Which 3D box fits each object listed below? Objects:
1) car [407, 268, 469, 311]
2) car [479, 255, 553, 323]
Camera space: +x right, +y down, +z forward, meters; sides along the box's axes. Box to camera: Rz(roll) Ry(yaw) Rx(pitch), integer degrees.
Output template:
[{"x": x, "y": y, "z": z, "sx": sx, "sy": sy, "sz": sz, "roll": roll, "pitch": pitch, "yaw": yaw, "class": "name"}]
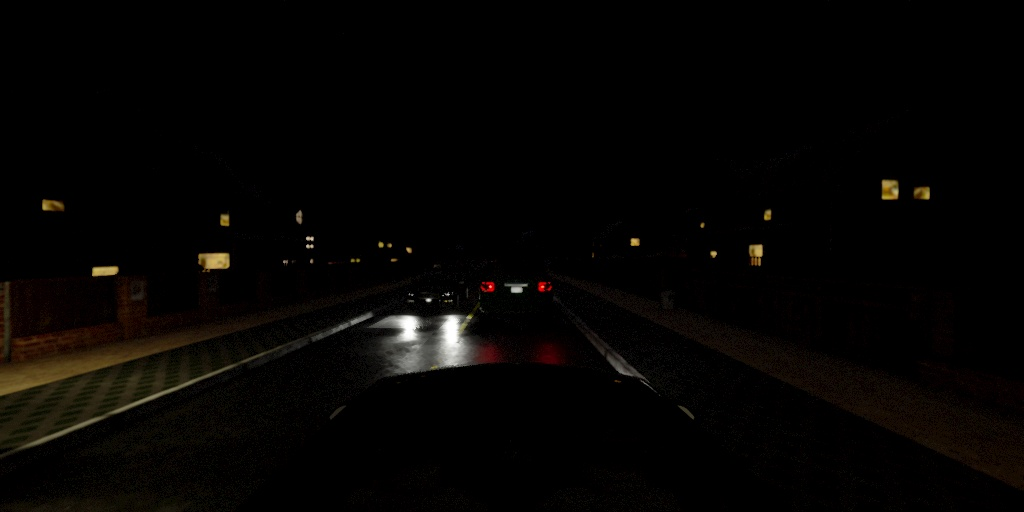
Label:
[{"x": -2.893, "y": 1.276, "z": 14.777, "sx": 1.837, "sy": 1.490, "sz": 4.892, "roll": 0, "pitch": 0, "yaw": 0, "class": "car"}, {"x": 0.097, "y": 0.990, "z": 12.283, "sx": 2.150, "sy": 2.045, "sz": 5.566, "roll": 0, "pitch": 0, "yaw": -1, "class": "car"}]
